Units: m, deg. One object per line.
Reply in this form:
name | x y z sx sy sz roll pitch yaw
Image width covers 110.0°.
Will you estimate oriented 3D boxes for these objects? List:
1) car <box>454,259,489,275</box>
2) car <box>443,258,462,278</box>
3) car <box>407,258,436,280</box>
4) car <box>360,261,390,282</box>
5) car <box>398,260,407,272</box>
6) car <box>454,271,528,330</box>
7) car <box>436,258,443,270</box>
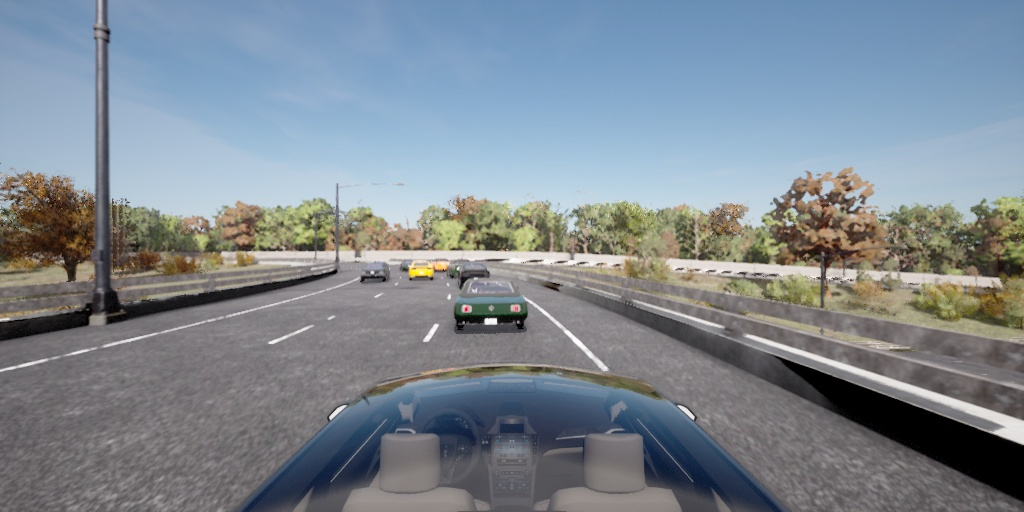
car | -2.574 1.178 23.549 1.882 1.535 5.008 0 0 -11
car | -4.796 1.031 32.762 2.097 1.767 4.553 0 0 -16
car | -7.764 1.166 30.515 1.882 1.535 5.008 0 0 -16
car | -10.785 1.244 28.431 2.033 1.411 5.357 0 0 -15
car | -13.185 1.223 45.382 1.994 1.385 4.181 0 0 -24
car | -0.696 1.329 11.098 1.895 1.301 4.718 0 0 -5
car | -8.964 1.007 44.415 2.097 1.767 4.553 0 0 -22
